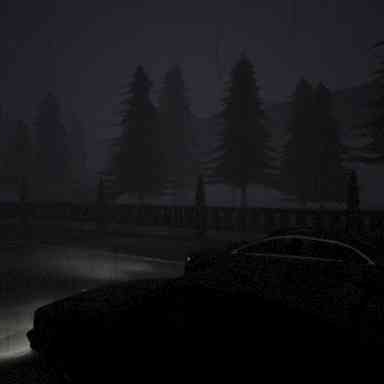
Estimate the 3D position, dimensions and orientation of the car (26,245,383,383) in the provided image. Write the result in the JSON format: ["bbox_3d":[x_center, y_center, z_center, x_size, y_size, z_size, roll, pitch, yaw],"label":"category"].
[{"bbox_3d":[0.513,1.534,3.496,5.357,1.411,2.033,0,0,34],"label":"car"}]

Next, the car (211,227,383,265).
[{"bbox_3d":[2.050,1.467,6.599,4.902,1.511,2.128,0,0,34],"label":"car"}]
